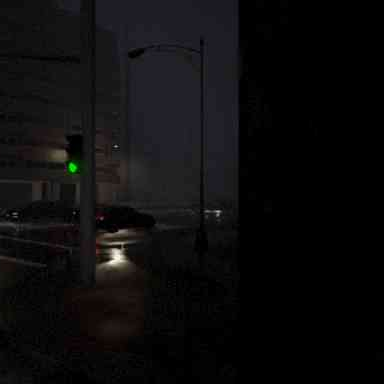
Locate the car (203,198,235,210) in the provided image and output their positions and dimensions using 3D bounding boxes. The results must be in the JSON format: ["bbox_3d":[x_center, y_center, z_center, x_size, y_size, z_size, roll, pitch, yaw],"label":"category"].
[{"bbox_3d":[3.704,1.486,42.486,1.837,1.490,4.892,0,0,35],"label":"car"}]

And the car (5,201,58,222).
[{"bbox_3d":[-12.030,1.480,26.192,1.837,1.490,4.892,0,0,35],"label":"car"}]

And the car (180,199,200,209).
[{"bbox_3d":[0.519,1.576,44.049,1.895,1.301,4.718,0,0,35],"label":"car"}]

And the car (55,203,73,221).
[{"bbox_3d":[-7.843,1.579,26.075,1.895,1.301,4.718,0,0,35],"label":"car"}]

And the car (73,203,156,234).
[{"bbox_3d":[-4.087,1.529,19.082,1.812,1.442,4.674,0,-1,35],"label":"car"}]
